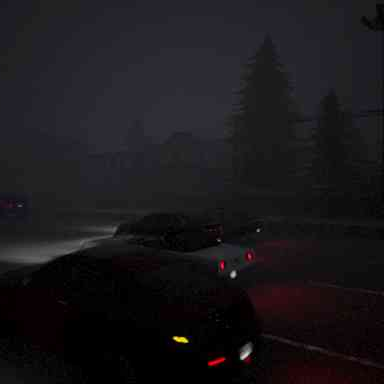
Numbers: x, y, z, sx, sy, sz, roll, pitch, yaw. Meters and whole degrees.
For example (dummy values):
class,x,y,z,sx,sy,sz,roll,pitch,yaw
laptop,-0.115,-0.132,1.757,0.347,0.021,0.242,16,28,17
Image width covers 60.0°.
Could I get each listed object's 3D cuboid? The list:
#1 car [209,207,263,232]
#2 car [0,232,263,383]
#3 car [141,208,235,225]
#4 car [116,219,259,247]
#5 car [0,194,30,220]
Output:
class,x,y,z,sx,sy,sz,roll,pitch,yaw
car,0.983,1.489,16.193,4.902,1.511,2.128,0,0,36
car,-1.289,1.525,4.915,4.674,1.442,1.812,0,0,36
car,-0.996,1.502,13.305,4.892,1.490,1.837,0,0,36
car,-0.852,1.599,8.902,4.718,1.301,1.895,0,0,36
car,-16.045,1.213,28.349,5.566,2.045,2.150,0,0,36
